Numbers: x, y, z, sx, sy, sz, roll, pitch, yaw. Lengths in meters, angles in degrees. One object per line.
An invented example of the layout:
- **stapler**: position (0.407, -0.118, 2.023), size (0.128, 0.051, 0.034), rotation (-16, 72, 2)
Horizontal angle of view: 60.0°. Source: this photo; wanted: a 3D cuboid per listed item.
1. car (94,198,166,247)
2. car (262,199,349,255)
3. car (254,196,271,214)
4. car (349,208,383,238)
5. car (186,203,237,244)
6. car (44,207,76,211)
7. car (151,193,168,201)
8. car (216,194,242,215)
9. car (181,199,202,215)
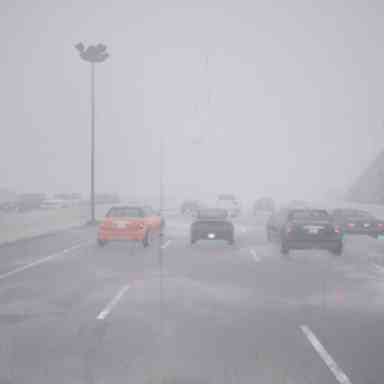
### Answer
- **car**: position (-2.558, 1.327, 15.061), size (2.097, 1.767, 4.553), rotation (0, 0, 5)
- **car**: position (4.311, 1.345, 13.447), size (2.097, 1.767, 4.553), rotation (0, 0, 5)
- **car**: position (7.660, 1.325, 35.190), size (2.097, 1.767, 4.553), rotation (0, 0, 12)
- **car**: position (8.191, 1.544, 17.549), size (2.033, 1.411, 5.357), rotation (0, 0, 7)
- **car**: position (1.000, 1.487, 15.660), size (1.837, 1.490, 4.892), rotation (0, 0, 5)
- **car**: position (-13.848, 1.141, 35.989), size (2.150, 2.045, 5.566), rotation (0, 0, 12)
- **car**: position (-7.576, 1.222, 78.438), size (2.097, 1.767, 4.553), rotation (0, 0, 23)
- **car**: position (3.785, 1.187, 33.948), size (2.150, 2.045, 5.566), rotation (0, 0, 12)
- **car**: position (0.158, 1.463, 33.550), size (1.837, 1.490, 4.892), rotation (0, 0, 11)
